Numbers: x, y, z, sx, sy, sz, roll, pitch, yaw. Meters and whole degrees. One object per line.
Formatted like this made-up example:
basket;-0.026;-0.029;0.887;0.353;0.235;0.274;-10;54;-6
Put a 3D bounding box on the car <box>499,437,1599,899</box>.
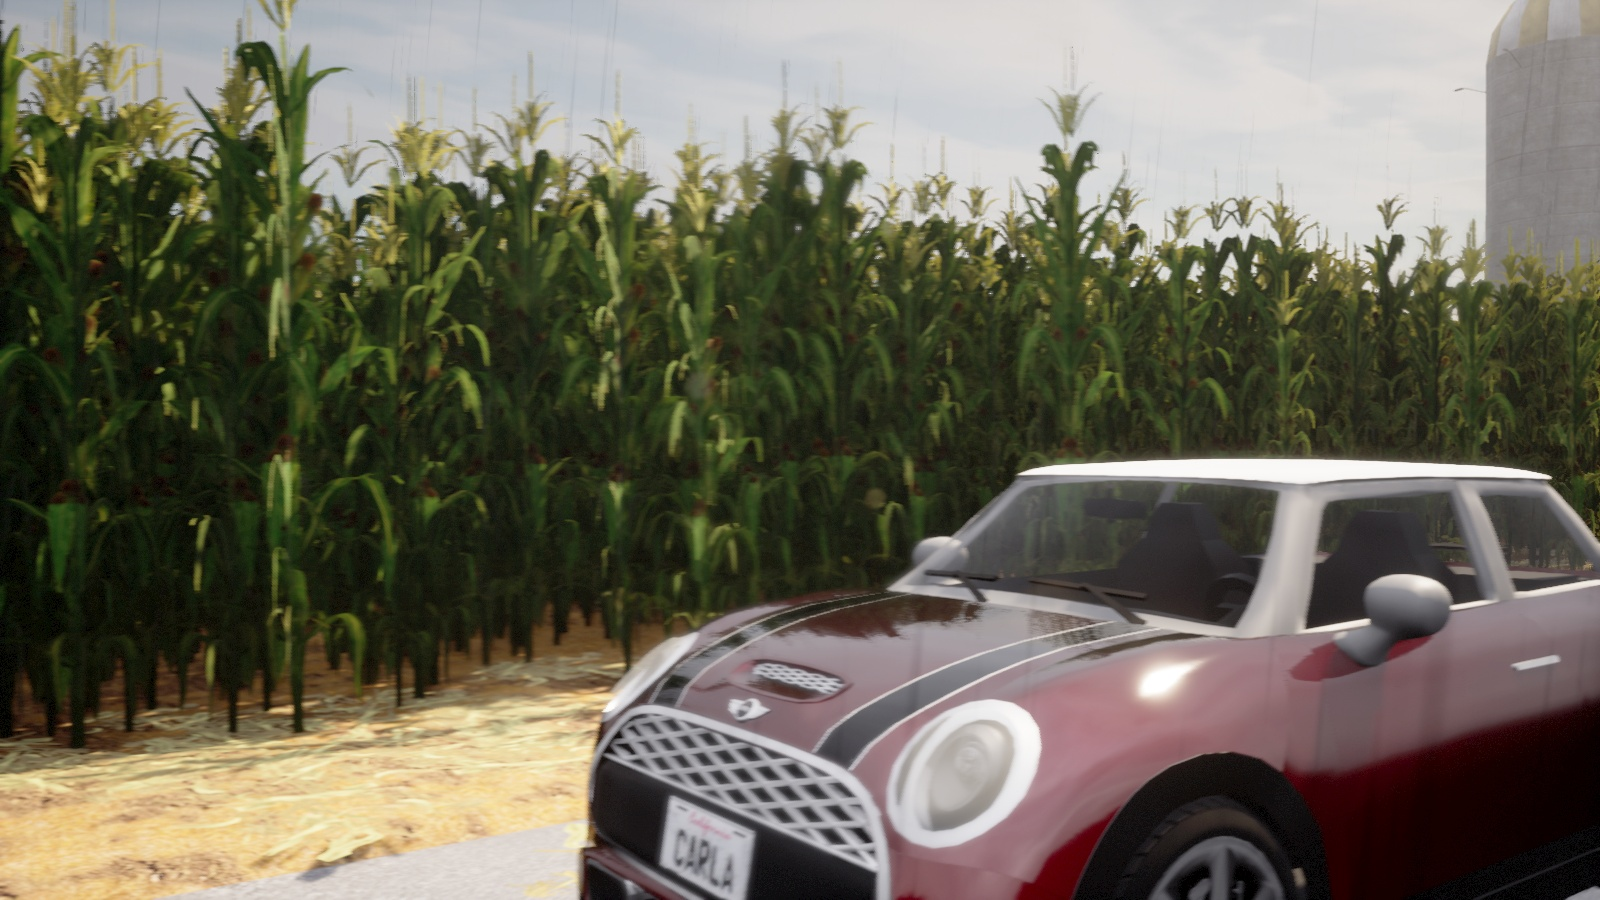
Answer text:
car;1.218;0.718;4.083;3.806;1.475;1.970;0;0;-36
